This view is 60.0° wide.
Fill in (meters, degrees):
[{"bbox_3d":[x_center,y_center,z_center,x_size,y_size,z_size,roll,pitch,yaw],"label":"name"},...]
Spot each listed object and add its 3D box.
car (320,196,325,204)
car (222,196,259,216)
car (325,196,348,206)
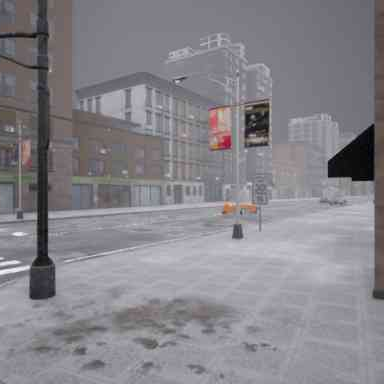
[{"bbox_3d":[24.326,1.372,59.493,2.033,1.411,5.357,0,0,35],"label":"car"},{"bbox_3d":[4.683,1.237,31.395,2.097,1.767,4.553,0,0,35],"label":"car"},{"bbox_3d":[22.704,1.376,51.482,2.033,1.411,5.357,0,0,34],"label":"car"}]
